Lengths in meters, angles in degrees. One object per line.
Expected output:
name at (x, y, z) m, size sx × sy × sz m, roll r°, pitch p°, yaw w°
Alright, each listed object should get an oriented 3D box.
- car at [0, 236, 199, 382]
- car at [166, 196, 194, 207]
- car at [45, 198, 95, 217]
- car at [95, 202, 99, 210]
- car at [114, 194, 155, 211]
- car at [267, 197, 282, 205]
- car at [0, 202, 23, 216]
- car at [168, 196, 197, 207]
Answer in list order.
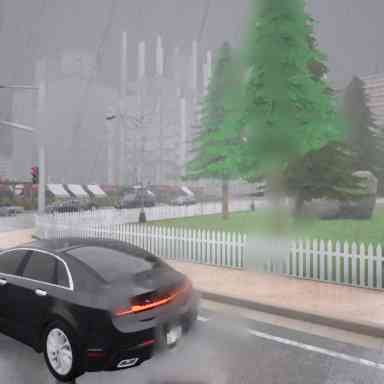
car at (-2.178, 1.505, 5.481) m, size 4.892 × 1.490 × 1.837 m, roll 0°, pitch 0°, yaw 36°
car at (-1.879, 1.503, 53.904) m, size 1.837 × 1.490 × 4.892 m, roll 0°, pitch 1°, yaw 34°
car at (-12.325, 1.491, 32.136) m, size 2.128 × 1.511 × 4.902 m, roll 0°, pitch 0°, yaw 34°
car at (-12.883, 1.478, 37.583) m, size 1.882 × 1.535 × 5.008 m, roll 0°, pitch 0°, yaw 34°
car at (-6.851, 1.221, 40.283) m, size 2.150 × 2.045 × 5.566 m, roll 0°, pitch 0°, yaw 34°
car at (14.945, 1.564, 59.830) m, size 1.994 × 1.385 × 4.181 m, roll 0°, pitch 0°, yaw 34°
car at (-18.020, 1.601, 30.051) m, size 1.895 × 1.301 × 4.718 m, roll 0°, pitch 0°, yaw 36°
car at (-1.146, 1.352, 48.744) m, size 2.097 × 1.767 × 4.553 m, roll 0°, pitch 0°, yaw 34°
